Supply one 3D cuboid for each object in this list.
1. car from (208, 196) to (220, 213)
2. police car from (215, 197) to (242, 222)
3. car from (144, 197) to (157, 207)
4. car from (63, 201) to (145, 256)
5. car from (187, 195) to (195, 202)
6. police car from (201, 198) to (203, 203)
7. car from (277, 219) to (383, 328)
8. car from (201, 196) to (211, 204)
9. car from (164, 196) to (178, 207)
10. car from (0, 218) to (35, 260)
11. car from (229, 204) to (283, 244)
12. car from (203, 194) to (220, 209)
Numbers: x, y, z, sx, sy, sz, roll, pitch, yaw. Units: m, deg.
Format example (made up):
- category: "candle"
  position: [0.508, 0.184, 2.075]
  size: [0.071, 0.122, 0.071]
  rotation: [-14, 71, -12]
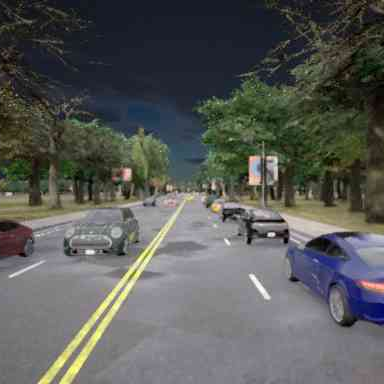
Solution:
- category: "car"
  position: [3.174, 1.555, 38.176]
  size: [1.801, 1.575, 5.366]
  rotation: [0, 0, 0]
- category: "police car"
  position: [3.212, 1.500, 27.091]
  size: [1.930, 1.638, 5.238]
  rotation: [0, 0, 0]
- category: "car"
  position: [-6.706, 1.607, 53.287]
  size: [1.882, 1.535, 5.008]
  rotation: [0, 0, 0]
- category: "car"
  position: [-3.360, 1.393, 13.174]
  size: [2.097, 1.767, 4.553]
  rotation: [0, 0, 0]
- category: "car"
  position: [-0.327, 1.517, 80.200]
  size: [1.882, 1.535, 5.008]
  rotation: [0, 0, 0]
- category: "police car"
  position: [3.063, 1.646, 59.997]
  size: [2.038, 1.542, 4.974]
  rotation: [0, 0, 0]
- category: "car"
  position: [3.347, 1.547, 6.947]
  size: [1.812, 1.442, 4.674]
  rotation: [0, 0, 0]
- category: "car"
  position: [2.990, 1.683, 71.002]
  size: [1.812, 1.442, 4.674]
  rotation: [0, 0, 0]
- category: "car"
  position: [-3.461, 1.485, 54.903]
  size: [2.097, 1.767, 4.553]
  rotation: [0, 0, 0]
- category: "car"
  position: [-6.606, 1.559, 10.355]
  size: [1.812, 1.442, 4.674]
  rotation: [0, 0, 0]
- category: "car"
  position: [3.237, 1.539, 15.976]
  size: [2.128, 1.511, 4.902]
  rotation: [0, 0, 0]
- category: "car"
  position: [3.125, 1.341, 49.023]
  size: [2.150, 2.045, 5.566]
  rotation: [0, 0, 0]
